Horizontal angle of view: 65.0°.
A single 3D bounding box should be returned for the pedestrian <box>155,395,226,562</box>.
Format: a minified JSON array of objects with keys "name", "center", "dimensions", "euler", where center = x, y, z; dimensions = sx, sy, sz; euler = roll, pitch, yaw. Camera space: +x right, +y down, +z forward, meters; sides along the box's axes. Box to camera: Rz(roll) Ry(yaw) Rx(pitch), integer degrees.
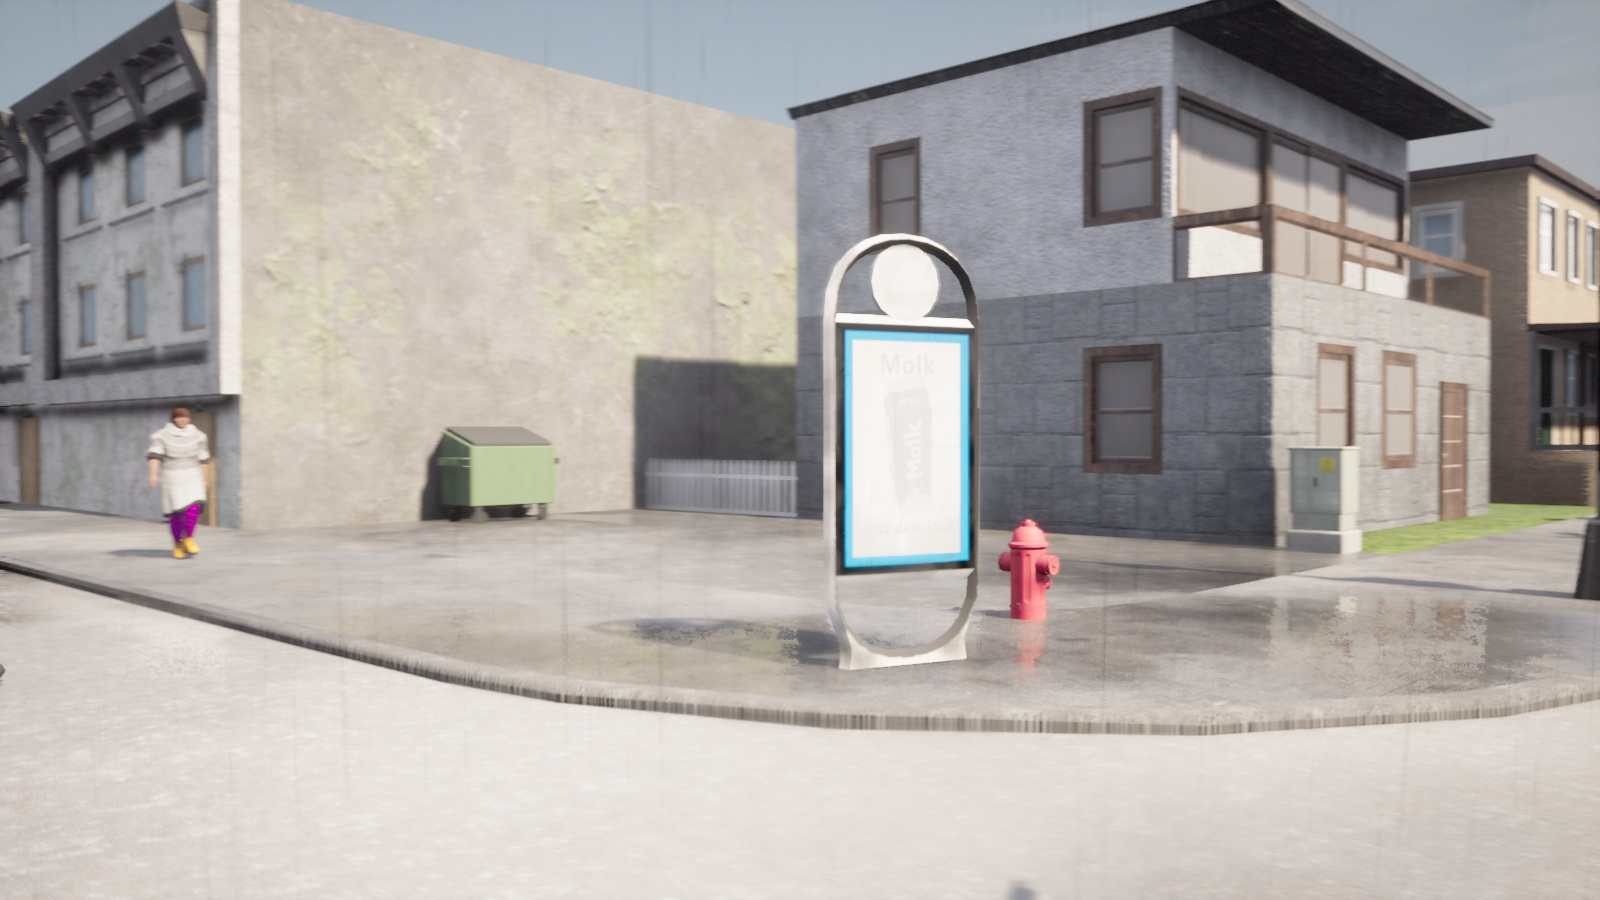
[{"name":"pedestrian","center":[-7.382,0.325,15.199],"dimensions":[0.659,1.952,0.873],"euler":[0,1,-34]}]
